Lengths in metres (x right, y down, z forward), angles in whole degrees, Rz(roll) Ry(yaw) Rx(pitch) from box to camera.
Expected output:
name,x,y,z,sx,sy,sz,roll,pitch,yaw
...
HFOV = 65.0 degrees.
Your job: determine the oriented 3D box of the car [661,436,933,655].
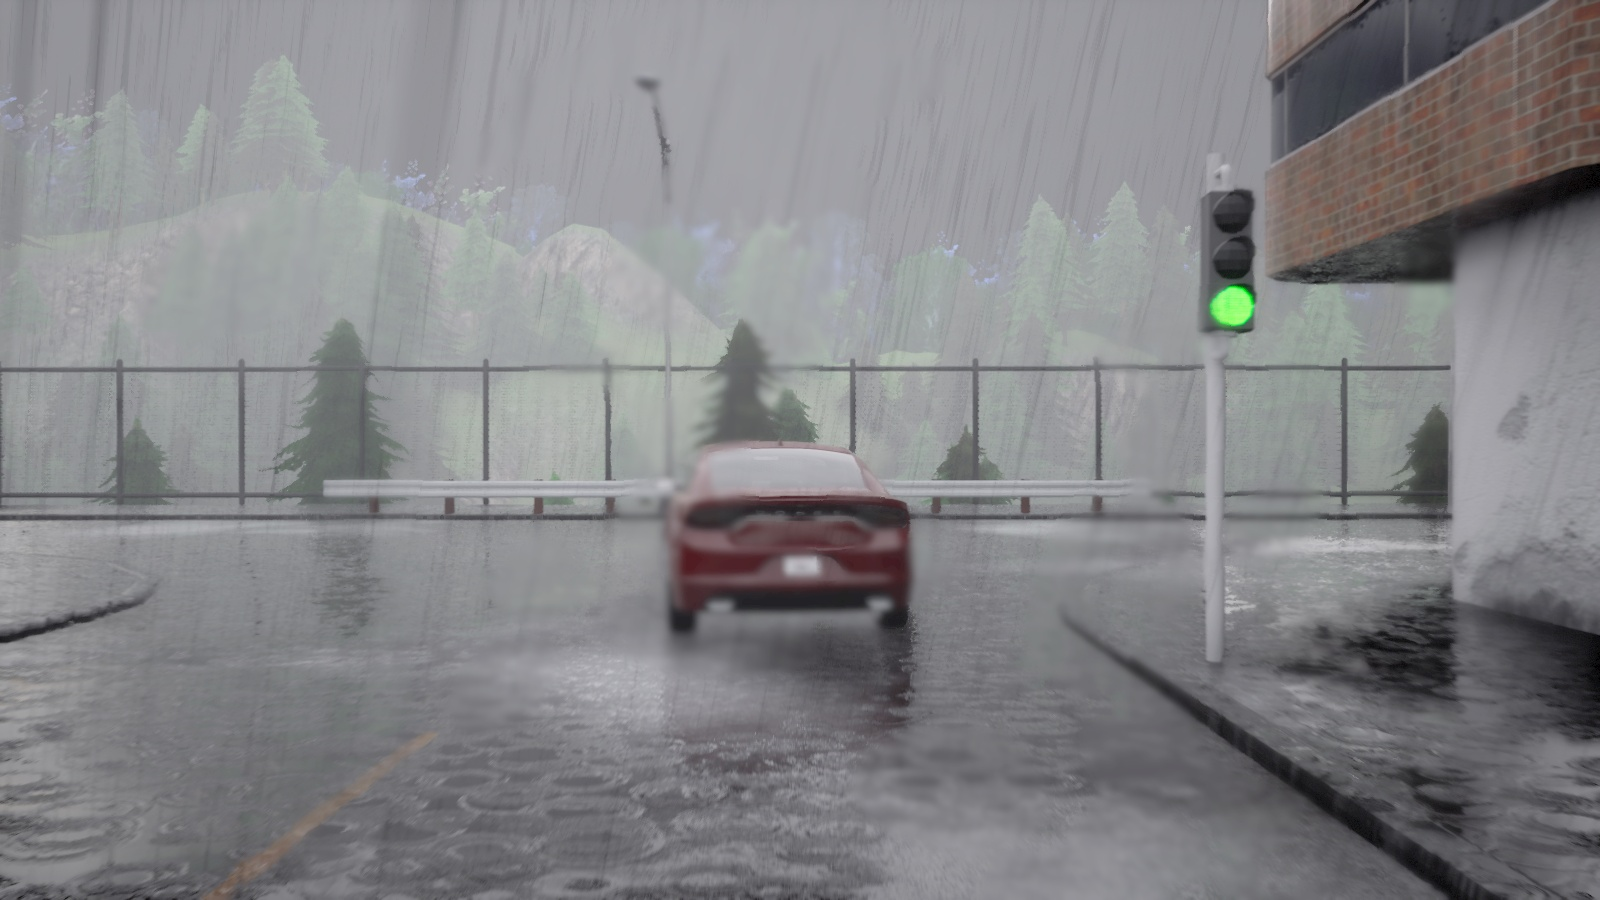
name,x,y,z,sx,sy,sz,roll,pitch,yaw
car,-0.285,0.660,11.388,1.882,1.535,5.008,0,0,-7
